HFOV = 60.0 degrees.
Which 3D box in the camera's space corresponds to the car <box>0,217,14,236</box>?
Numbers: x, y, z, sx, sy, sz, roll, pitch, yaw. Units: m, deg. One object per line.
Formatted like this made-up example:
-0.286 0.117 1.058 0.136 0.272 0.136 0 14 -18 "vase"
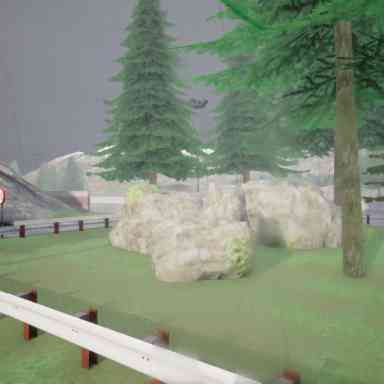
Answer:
-10.924 1.358 15.449 5.357 1.411 2.033 0 0 17 "car"
